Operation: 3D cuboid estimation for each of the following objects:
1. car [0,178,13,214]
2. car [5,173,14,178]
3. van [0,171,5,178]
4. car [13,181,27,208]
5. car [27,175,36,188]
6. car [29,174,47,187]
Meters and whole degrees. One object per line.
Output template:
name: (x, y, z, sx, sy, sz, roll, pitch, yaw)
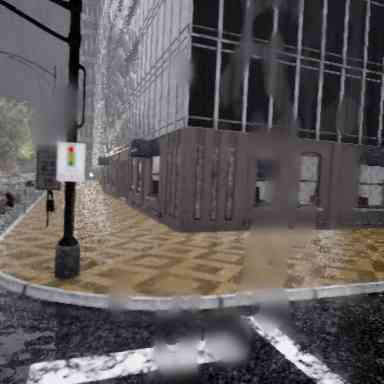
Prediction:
car: (-9.468, 0.340, 14.725, 1.967, 1.590, 4.097, 2, 3, -21)
car: (-39.336, -3.444, 70.144, 1.802, 1.307, 4.206, 2, 3, -21)
van: (-35.319, -3.002, 59.518, 1.690, 1.788, 3.998, 2, 3, -21)
car: (-11.477, 0.137, 20.036, 1.947, 1.339, 4.313, 2, 3, -21)
car: (-19.486, -1.185, 41.261, 1.947, 1.339, 4.313, 2, 3, -21)
car: (-21.481, -1.644, 46.562, 1.967, 1.590, 4.097, 2, 3, -21)
